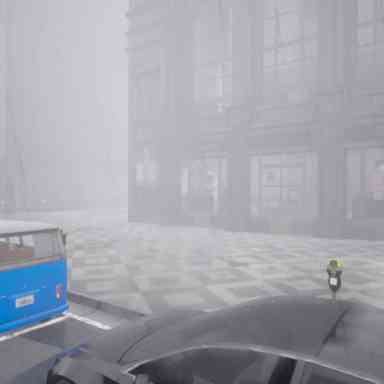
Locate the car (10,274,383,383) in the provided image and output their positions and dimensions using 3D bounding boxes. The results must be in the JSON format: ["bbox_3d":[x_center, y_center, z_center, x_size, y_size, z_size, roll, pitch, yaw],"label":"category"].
[{"bbox_3d":[0.671,1.566,2.594,4.313,1.339,1.947,0,0,36],"label":"car"}]

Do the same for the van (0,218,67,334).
[{"bbox_3d":[-3.922,1.340,5.882,3.998,1.788,1.690,0,0,36],"label":"van"}]
